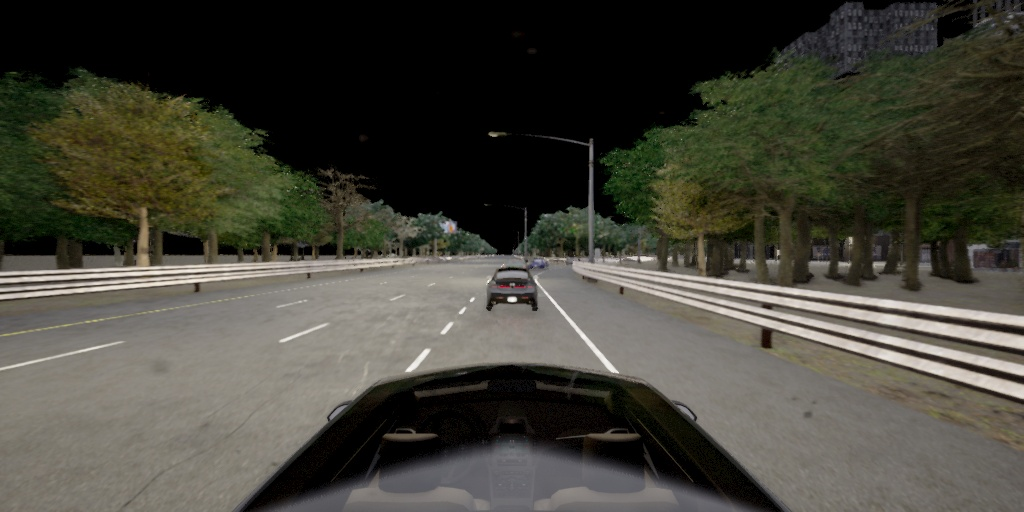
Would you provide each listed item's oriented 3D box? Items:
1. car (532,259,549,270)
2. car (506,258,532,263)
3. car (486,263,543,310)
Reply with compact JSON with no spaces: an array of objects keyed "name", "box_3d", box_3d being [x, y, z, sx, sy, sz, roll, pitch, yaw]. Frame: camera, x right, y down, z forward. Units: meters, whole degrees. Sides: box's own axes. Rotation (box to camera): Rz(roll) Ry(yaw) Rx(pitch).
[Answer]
[{"name":"car","box_3d":[3.717,1.060,47.996,1.812,1.442,4.674,0,0,17]},{"name":"car","box_3d":[0.385,0.960,30.279,2.097,1.767,4.553,0,0,5]},{"name":"car","box_3d":[0.011,1.192,14.345,1.837,1.490,4.892,0,0,0]}]
